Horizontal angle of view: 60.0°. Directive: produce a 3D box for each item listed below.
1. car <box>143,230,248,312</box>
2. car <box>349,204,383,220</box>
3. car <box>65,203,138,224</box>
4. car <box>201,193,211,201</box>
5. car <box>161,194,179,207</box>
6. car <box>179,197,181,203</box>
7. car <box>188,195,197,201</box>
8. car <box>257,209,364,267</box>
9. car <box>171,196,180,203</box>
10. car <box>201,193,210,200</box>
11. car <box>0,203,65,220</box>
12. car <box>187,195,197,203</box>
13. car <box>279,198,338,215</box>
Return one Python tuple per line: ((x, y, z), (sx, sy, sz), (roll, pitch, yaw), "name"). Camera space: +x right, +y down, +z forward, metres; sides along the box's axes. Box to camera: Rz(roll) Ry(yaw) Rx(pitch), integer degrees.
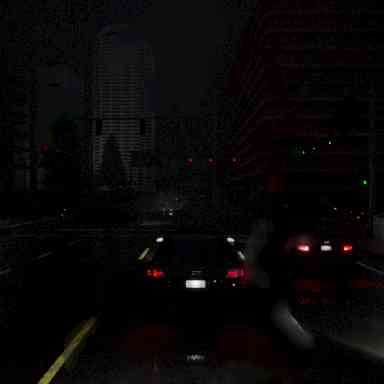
((0.075, 1.564, 7.778), (1.994, 1.385, 4.181), (0, 0, 0), "car")
((14.243, 1.545, 24.433), (4.718, 1.301, 1.895), (0, 0, -8), "car")
((-6.184, 1.507, 23.746), (4.674, 1.442, 1.812), (0, 0, 0), "car")
((3.566, 1.493, 80.558), (1.837, 1.490, 4.892), (0, 0, 0), "car")
((-3.554, 1.491, 50.726), (2.128, 1.511, 4.902), (0, 0, 0), "car")
((-3.521, 1.352, 60.650), (2.097, 1.767, 4.553), (0, 0, 0), "car")
((0.066, 1.534, 81.417), (2.033, 1.411, 5.357), (0, 0, 0), "car")
((3.599, 1.547, 11.398), (2.033, 1.411, 5.357), (0, 0, 0), "car")
((-3.443, 1.524, 70.629), (1.812, 1.442, 4.674), (0, 0, 0), "car")
((3.574, 1.207, 90.442), (2.150, 2.045, 5.566), (0, 0, 0), "car")
((-12.849, 1.556, 27.200), (4.718, 1.301, 1.895), (0, 0, 0), "car")
((0.085, 1.501, 71.071), (1.837, 1.490, 4.892), (0, 0, 0), "car")
((9.569, 1.305, 27.512), (4.553, 1.767, 2.097), (0, 0, -3), "car")
